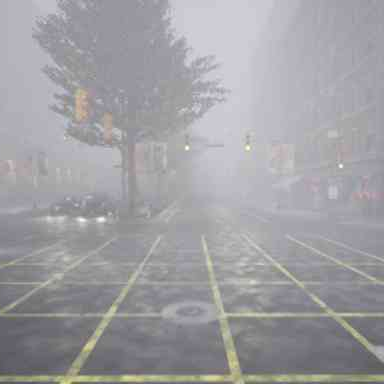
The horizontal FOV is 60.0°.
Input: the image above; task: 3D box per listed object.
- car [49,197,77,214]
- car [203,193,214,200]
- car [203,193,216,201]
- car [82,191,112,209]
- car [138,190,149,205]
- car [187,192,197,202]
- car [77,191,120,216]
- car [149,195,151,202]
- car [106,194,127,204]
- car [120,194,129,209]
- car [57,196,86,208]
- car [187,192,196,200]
[{"bbox_3d":[-11.587,1.211,31.005,2.128,1.511,4.902,0,1,0],"label":"car"},{"bbox_3d":[3.458,0.917,70.249,1.994,1.385,4.181,0,1,0],"label":"car"},{"bbox_3d":[3.463,0.993,61.249,2.033,1.411,5.357,0,1,0],"label":"car"},{"bbox_3d":[-11.525,0.851,40.922,2.150,2.045,5.566,0,1,0],"label":"car"},{"bbox_3d":[-8.029,0.790,47.736,2.150,2.045,5.566,0,1,0],"label":"car"},{"bbox_3d":[-0.037,0.997,60.784,2.033,1.411,5.357,0,1,0],"label":"car"},{"bbox_3d":[-8.097,1.087,29.237,2.097,1.767,4.553,0,1,0],"label":"car"},{"bbox_3d":[-8.035,1.043,57.554,1.994,1.385,4.181,0,1,0],"label":"car"},{"bbox_3d":[-11.531,1.027,51.362,2.128,1.511,4.902,0,1,0],"label":"car"},{"bbox_3d":[-8.047,1.181,38.123,1.812,1.442,4.674,0,1,1],"label":"car"},{"bbox_3d":[-14.774,1.224,41.042,1.895,1.301,4.718,0,1,0],"label":"car"},{"bbox_3d":[-0.042,0.865,70.246,1.837,1.490,4.892,0,1,0],"label":"car"}]
